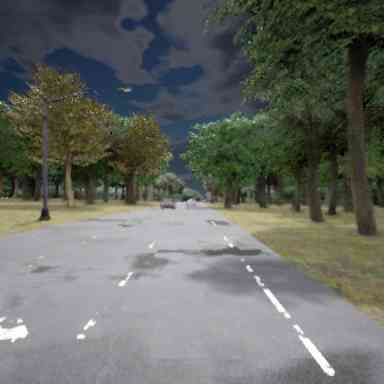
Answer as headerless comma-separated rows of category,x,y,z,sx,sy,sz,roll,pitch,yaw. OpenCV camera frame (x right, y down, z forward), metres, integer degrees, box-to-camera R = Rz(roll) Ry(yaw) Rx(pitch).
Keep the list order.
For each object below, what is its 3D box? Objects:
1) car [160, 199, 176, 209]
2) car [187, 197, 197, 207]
car,-3.810,1.840,53.016,2.097,1.767,4.553,0,-1,3
car,-0.054,2.154,66.390,1.812,1.442,4.674,0,-1,0
